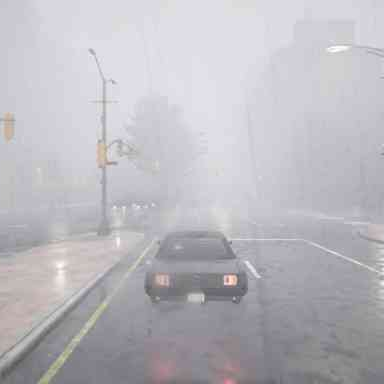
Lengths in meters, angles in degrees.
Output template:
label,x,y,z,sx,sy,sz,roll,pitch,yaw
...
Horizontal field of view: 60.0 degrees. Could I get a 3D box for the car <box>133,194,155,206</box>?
label,x,y,z,sx,sy,sz,roll,pitch,yaw
car,-8.076,1.547,56.514,2.033,1.411,5.357,0,0,0

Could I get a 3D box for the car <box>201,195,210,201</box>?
label,x,y,z,sx,sy,sz,roll,pitch,yaw
car,3.518,1.595,83.650,1.895,1.301,4.718,0,0,0

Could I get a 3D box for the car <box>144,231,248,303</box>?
label,x,y,z,sx,sy,sz,roll,pitch,yaw
car,0.076,1.601,8.166,1.895,1.301,4.718,0,0,0

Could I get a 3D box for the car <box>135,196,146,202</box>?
label,x,y,z,sx,sy,sz,roll,pitch,yaw
car,-11.484,1.553,74.412,1.994,1.385,4.181,0,0,0

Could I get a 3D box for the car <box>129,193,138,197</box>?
label,x,y,z,sx,sy,sz,roll,pitch,yaw
car,-11.524,1.221,64.528,2.150,2.045,5.566,0,0,1

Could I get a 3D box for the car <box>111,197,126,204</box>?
label,x,y,z,sx,sy,sz,roll,pitch,yaw
car,-14.735,1.595,66.823,1.895,1.301,4.718,0,0,0

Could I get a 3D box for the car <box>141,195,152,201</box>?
label,x,y,z,sx,sy,sz,roll,pitch,yaw
car,-11.482,1.525,84.646,2.128,1.511,4.902,0,0,0

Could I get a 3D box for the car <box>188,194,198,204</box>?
label,x,y,z,sx,sy,sz,roll,pitch,yaw
car,0.123,1.547,64.475,2.033,1.411,5.357,0,0,0

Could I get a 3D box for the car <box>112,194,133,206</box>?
label,x,y,z,sx,sy,sz,roll,pitch,yaw
car,-11.576,1.526,55.116,1.812,1.442,4.674,0,0,0

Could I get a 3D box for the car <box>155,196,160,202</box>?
label,x,y,z,sx,sy,sz,roll,pitch,yaw
car,-8.016,1.564,65.750,1.994,1.385,4.181,0,0,1
